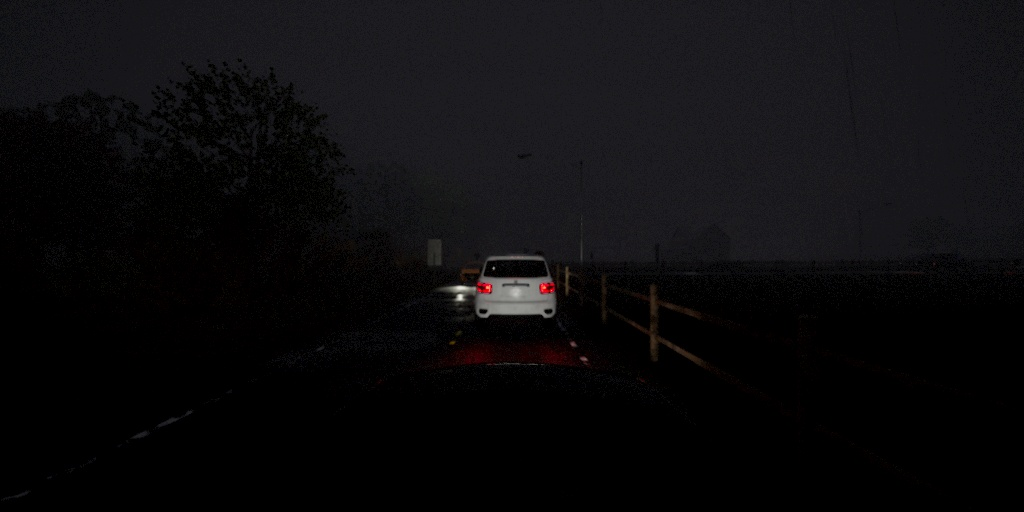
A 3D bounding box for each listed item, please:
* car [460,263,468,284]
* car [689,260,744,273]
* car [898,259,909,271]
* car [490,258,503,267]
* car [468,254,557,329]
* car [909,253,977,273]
[{"bbox_3d":[-2.711,1.182,26.917,1.882,1.535,5.008,0,0,0],"label":"car"},{"bbox_3d":[22.442,1.130,39.465,5.357,1.411,2.033,0,0,-1],"label":"car"},{"bbox_3d":[46.398,0.697,39.764,5.566,2.045,2.150,0,0,0],"label":"car"},{"bbox_3d":[-2.711,1.086,63.099,2.128,1.511,4.902,0,0,1],"label":"car"},{"bbox_3d":[0.111,0.954,11.363,2.150,2.045,5.566,0,0,0],"label":"car"},{"bbox_3d":[44.585,0.818,36.911,4.553,1.767,2.097,0,0,0],"label":"car"}]
